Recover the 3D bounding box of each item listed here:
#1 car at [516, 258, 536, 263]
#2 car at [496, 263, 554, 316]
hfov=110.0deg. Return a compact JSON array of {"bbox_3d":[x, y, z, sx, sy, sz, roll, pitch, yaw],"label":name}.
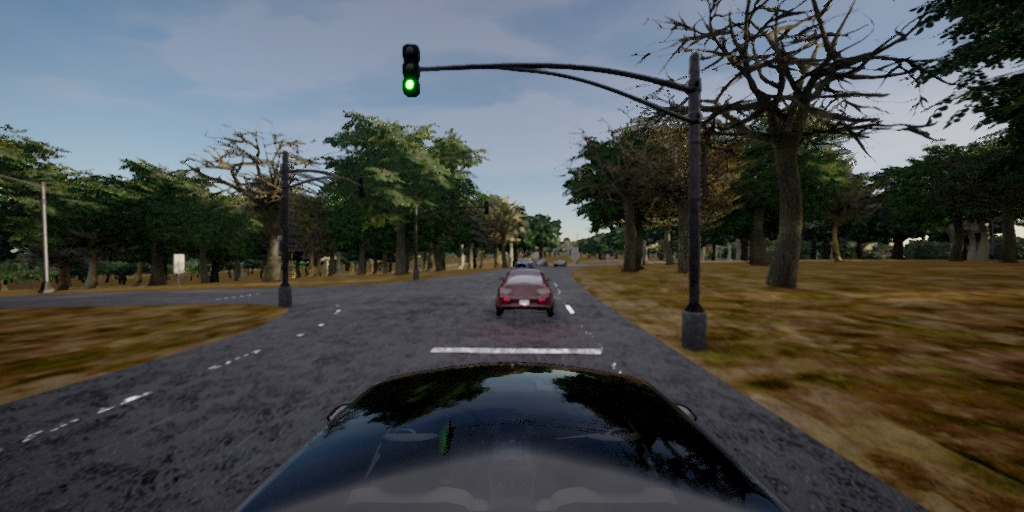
[{"bbox_3d":[1.737,1.035,51.179,2.097,1.767,4.553,0,0,12],"label":"car"},{"bbox_3d":[0.475,1.167,12.780,1.812,1.442,4.674,0,1,3],"label":"car"}]
